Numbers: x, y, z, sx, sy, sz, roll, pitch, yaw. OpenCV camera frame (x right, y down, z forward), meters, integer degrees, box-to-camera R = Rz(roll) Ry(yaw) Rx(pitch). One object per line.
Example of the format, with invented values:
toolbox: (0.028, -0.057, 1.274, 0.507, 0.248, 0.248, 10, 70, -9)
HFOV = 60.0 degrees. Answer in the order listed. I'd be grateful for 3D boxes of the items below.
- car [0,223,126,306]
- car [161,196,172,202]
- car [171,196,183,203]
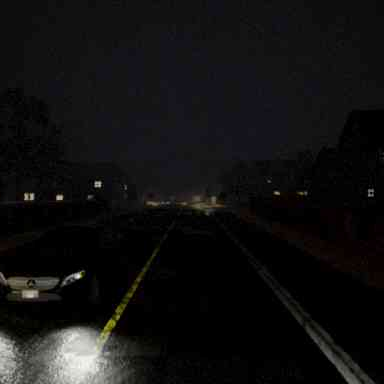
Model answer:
car: (-2.835, 1.531, 8.148, 1.812, 1.442, 4.674, 0, 0, 0)
car: (-7.318, 1.721, 90.909, 1.994, 1.385, 4.181, 0, -1, -10)
car: (-3.510, 2.053, 85.237, 1.895, 1.301, 4.718, 0, -1, -10)
